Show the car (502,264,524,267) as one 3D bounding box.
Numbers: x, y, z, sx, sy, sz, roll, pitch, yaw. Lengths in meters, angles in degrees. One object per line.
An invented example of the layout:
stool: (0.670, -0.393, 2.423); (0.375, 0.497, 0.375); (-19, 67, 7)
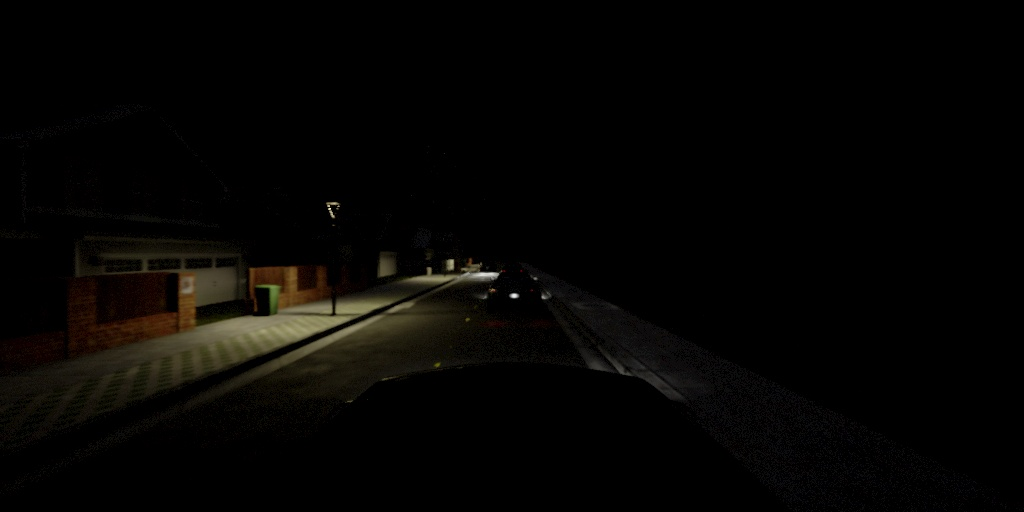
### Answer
car: (0.055, 1.294, 29.188); (1.994, 1.385, 4.181); (0, 0, 0)

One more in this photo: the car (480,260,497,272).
car: (-2.922, 1.215, 44.787); (2.128, 1.511, 4.902); (0, 0, 0)

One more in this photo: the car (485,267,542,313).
car: (0.082, 1.304, 14.040); (1.994, 1.385, 4.181); (0, 0, 0)
